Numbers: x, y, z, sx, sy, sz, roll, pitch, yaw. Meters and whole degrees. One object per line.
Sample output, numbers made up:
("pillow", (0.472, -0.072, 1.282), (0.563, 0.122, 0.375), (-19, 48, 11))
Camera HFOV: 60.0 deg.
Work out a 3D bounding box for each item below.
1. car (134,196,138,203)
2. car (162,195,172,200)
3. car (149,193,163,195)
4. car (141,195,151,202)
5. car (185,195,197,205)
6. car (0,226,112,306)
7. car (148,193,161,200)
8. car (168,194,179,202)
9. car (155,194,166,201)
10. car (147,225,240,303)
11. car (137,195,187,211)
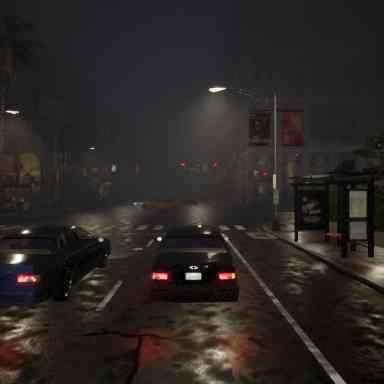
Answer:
("car", (-11.024, 1.553, 70.475), (1.994, 1.385, 4.181), (0, 0, 0))
("car", (-6.822, 1.500, 91.012), (1.837, 1.490, 4.892), (0, 0, 9))
("car", (-7.524, 1.553, 70.521), (1.994, 1.385, 4.181), (0, 0, 0))
("car", (-11.102, 1.524, 80.541), (1.812, 1.442, 4.674), (0, 0, 0))
("car", (-0.328, 1.547, 57.481), (2.033, 1.411, 5.357), (0, 0, -9))
("car", (-3.477, 1.547, 8.249), (2.033, 1.411, 5.357), (0, 0, 0))
("car", (-10.343, 1.225, 91.194), (2.150, 2.045, 5.566), (0, 0, 9))
("car", (-4.042, 1.355, 73.716), (2.097, 1.767, 4.553), (0, 0, 0))
("car", (-7.600, 1.355, 80.704), (2.097, 1.767, 4.553), (0, 0, 0))
("car", (0.023, 1.547, 8.435), (2.033, 1.411, 5.357), (0, 0, 0))
("car", (-3.574, 1.477, 40.054), (5.008, 1.535, 1.882), (0, -1, -35))
